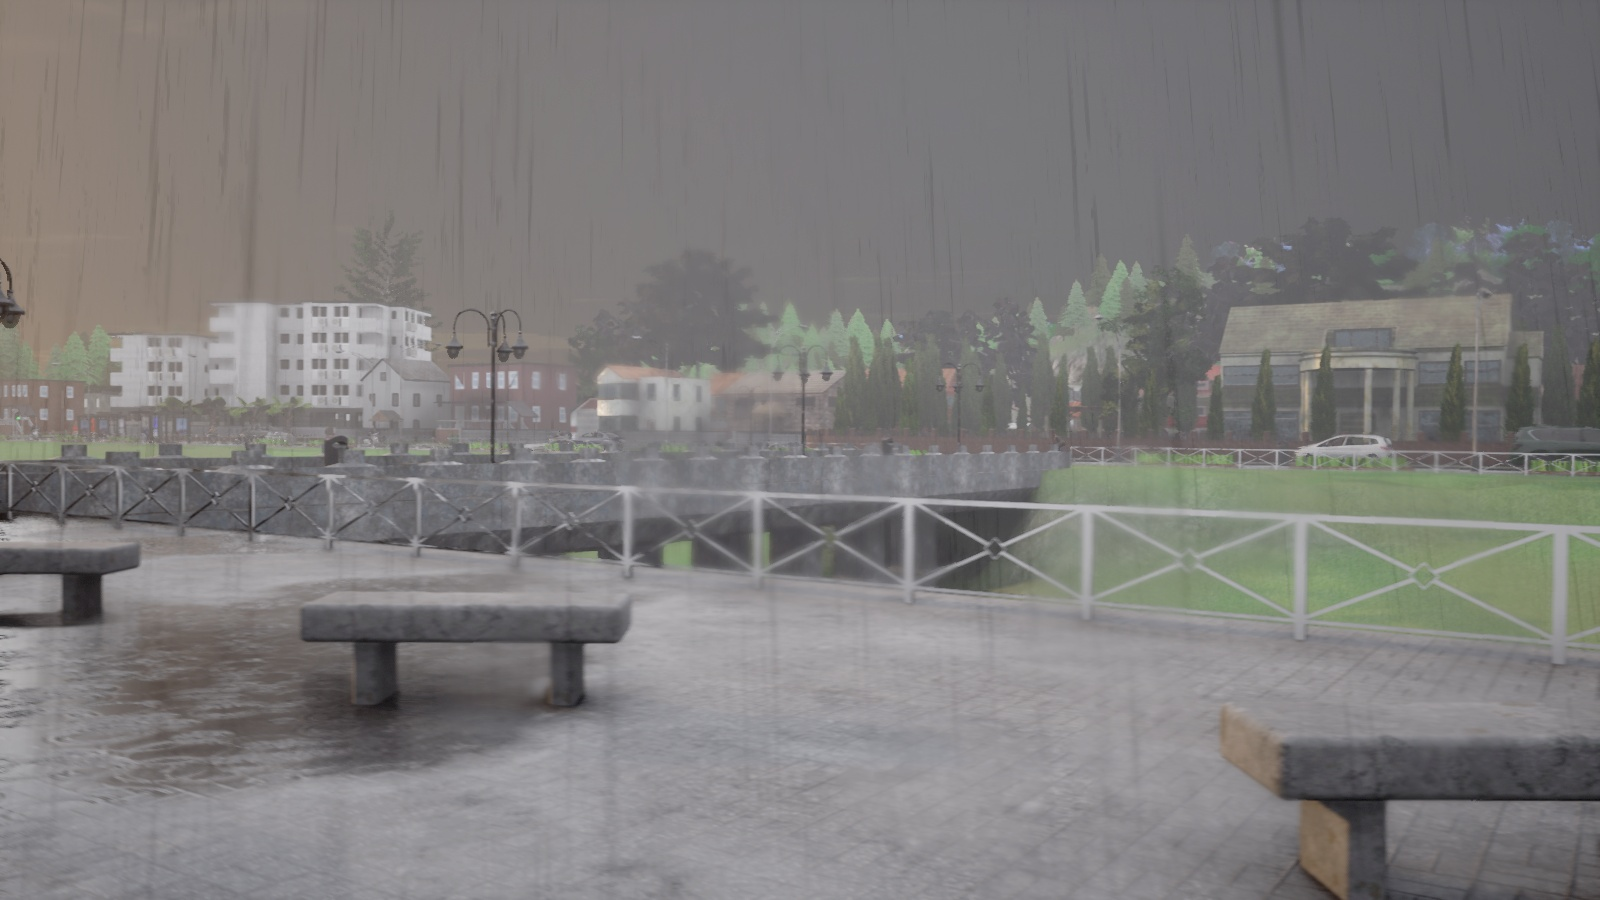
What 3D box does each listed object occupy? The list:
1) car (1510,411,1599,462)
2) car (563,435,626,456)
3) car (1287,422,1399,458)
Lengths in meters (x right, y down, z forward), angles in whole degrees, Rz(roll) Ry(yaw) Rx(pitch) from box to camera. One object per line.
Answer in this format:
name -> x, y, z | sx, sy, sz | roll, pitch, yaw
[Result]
car -> 32.576, -0.552, 51.806 | 5.566, 2.045, 2.150 | 0, 1, 34
car -> -14.386, -0.323, 87.826 | 4.193, 1.474, 1.816 | 0, 1, 34
car -> 26.278, -0.492, 60.797 | 4.611, 1.667, 2.242 | 0, 1, 34
